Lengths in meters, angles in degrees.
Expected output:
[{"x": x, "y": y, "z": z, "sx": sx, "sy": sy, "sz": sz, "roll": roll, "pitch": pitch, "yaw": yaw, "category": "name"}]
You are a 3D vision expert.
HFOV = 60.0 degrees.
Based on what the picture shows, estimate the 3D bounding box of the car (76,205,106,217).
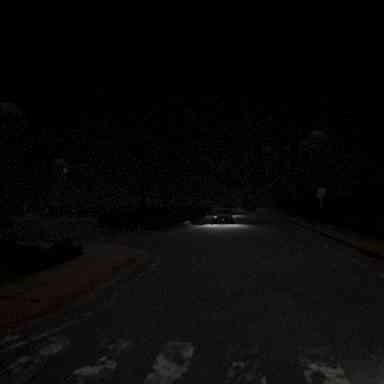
[{"x": -16.498, "y": 3.027, "z": 54.313, "sx": 4.605, "sy": 1.855, "sz": 1.932, "roll": -1, "pitch": -1, "yaw": 7, "category": "car"}]

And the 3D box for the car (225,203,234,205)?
[{"x": 5.632, "y": 2.512, "z": 50.349, "sx": 2.097, "sy": 1.767, "sz": 4.553, "roll": -1, "pitch": -1, "yaw": 8, "category": "car"}]

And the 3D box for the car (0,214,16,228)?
[{"x": -19.171, "y": 2.733, "z": 31.994, "sx": 3.905, "sy": 1.438, "sz": 1.784, "roll": -1, "pitch": -1, "yaw": 7, "category": "car"}]

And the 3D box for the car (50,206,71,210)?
[{"x": -27.859, "y": 3.824, "z": 69.884, "sx": 4.611, "sy": 1.667, "sz": 2.242, "roll": -1, "pitch": -1, "yaw": 7, "category": "car"}]

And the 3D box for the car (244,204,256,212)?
[{"x": 10.380, "y": 2.810, "z": 59.346, "sx": 1.812, "sy": 1.442, "sz": 4.674, "roll": -1, "pitch": -1, "yaw": 8, "category": "car"}]

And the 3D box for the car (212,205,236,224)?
[{"x": 3.103, "y": 2.282, "z": 32.266, "sx": 1.812, "sy": 1.442, "sz": 4.674, "roll": -1, "pitch": -1, "yaw": 8, "category": "car"}]
